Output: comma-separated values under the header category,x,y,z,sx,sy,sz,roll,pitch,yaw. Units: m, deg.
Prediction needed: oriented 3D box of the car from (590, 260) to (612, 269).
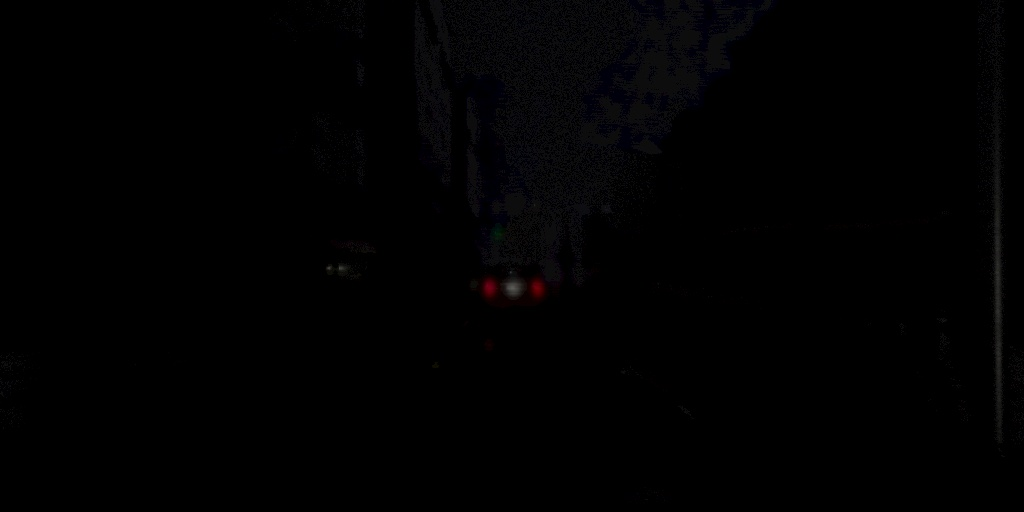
category,x,y,z,sx,sy,sz,roll,pitch,yaw
car,13.891,1.246,52.614,4.829,1.417,1.751,0,0,0

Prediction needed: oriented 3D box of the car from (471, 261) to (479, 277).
category,x,y,z,sx,sy,sz,roll,pitch,yaw
car,-2.825,1.176,34.914,1.882,1.535,5.008,0,0,0

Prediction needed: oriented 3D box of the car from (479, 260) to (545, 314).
category,x,y,z,sx,sy,sz,roll,pitch,yaw
car,0.068,1.088,13.806,2.097,1.767,4.553,0,0,0
